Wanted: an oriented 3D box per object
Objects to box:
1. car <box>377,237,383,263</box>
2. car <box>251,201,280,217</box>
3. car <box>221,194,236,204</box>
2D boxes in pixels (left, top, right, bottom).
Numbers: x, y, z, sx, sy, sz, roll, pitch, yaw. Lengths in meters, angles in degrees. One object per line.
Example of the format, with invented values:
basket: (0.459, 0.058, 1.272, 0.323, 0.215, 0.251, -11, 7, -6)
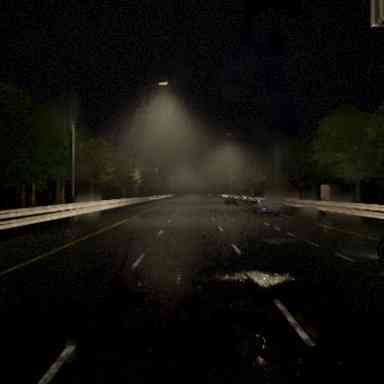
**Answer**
car: (7.001, 1.569, 9.110, 1.994, 1.385, 4.181, 0, 0, 0)
car: (7.002, 1.556, 31.925, 2.033, 1.411, 5.357, 0, 0, 0)
car: (7.005, 1.590, 61.802, 1.994, 1.385, 4.181, 0, 0, 0)
